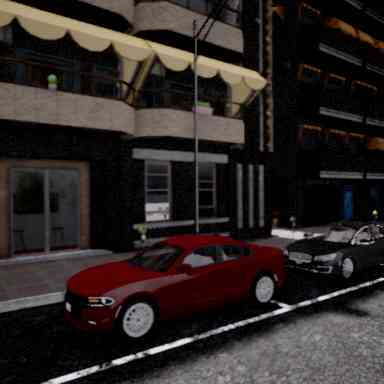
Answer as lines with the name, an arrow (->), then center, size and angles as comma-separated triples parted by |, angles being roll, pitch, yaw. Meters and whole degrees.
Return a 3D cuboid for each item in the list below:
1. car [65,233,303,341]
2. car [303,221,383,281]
car -> -0.096, 1.551, 6.503 | 4.507, 1.381, 1.887 | 0, -1, -35
car -> 4.527, 1.568, 9.800 | 4.403, 1.369, 2.008 | 0, -1, -35
